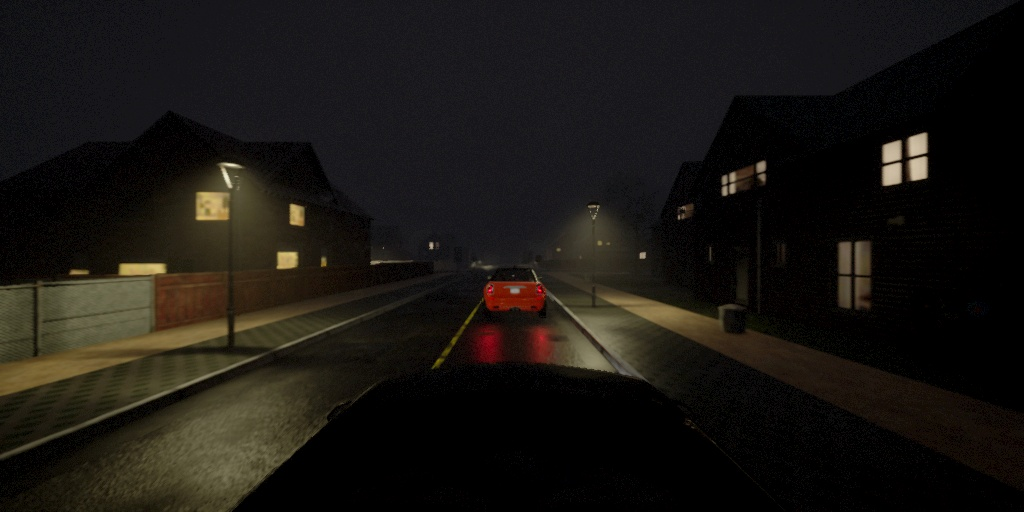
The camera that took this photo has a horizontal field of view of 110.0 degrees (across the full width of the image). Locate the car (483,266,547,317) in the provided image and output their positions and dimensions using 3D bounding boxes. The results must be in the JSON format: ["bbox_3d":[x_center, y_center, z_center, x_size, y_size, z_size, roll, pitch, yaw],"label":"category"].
[{"bbox_3d":[0.095,1.144,13.517,2.097,1.767,4.553,0,0,0],"label":"car"}]
